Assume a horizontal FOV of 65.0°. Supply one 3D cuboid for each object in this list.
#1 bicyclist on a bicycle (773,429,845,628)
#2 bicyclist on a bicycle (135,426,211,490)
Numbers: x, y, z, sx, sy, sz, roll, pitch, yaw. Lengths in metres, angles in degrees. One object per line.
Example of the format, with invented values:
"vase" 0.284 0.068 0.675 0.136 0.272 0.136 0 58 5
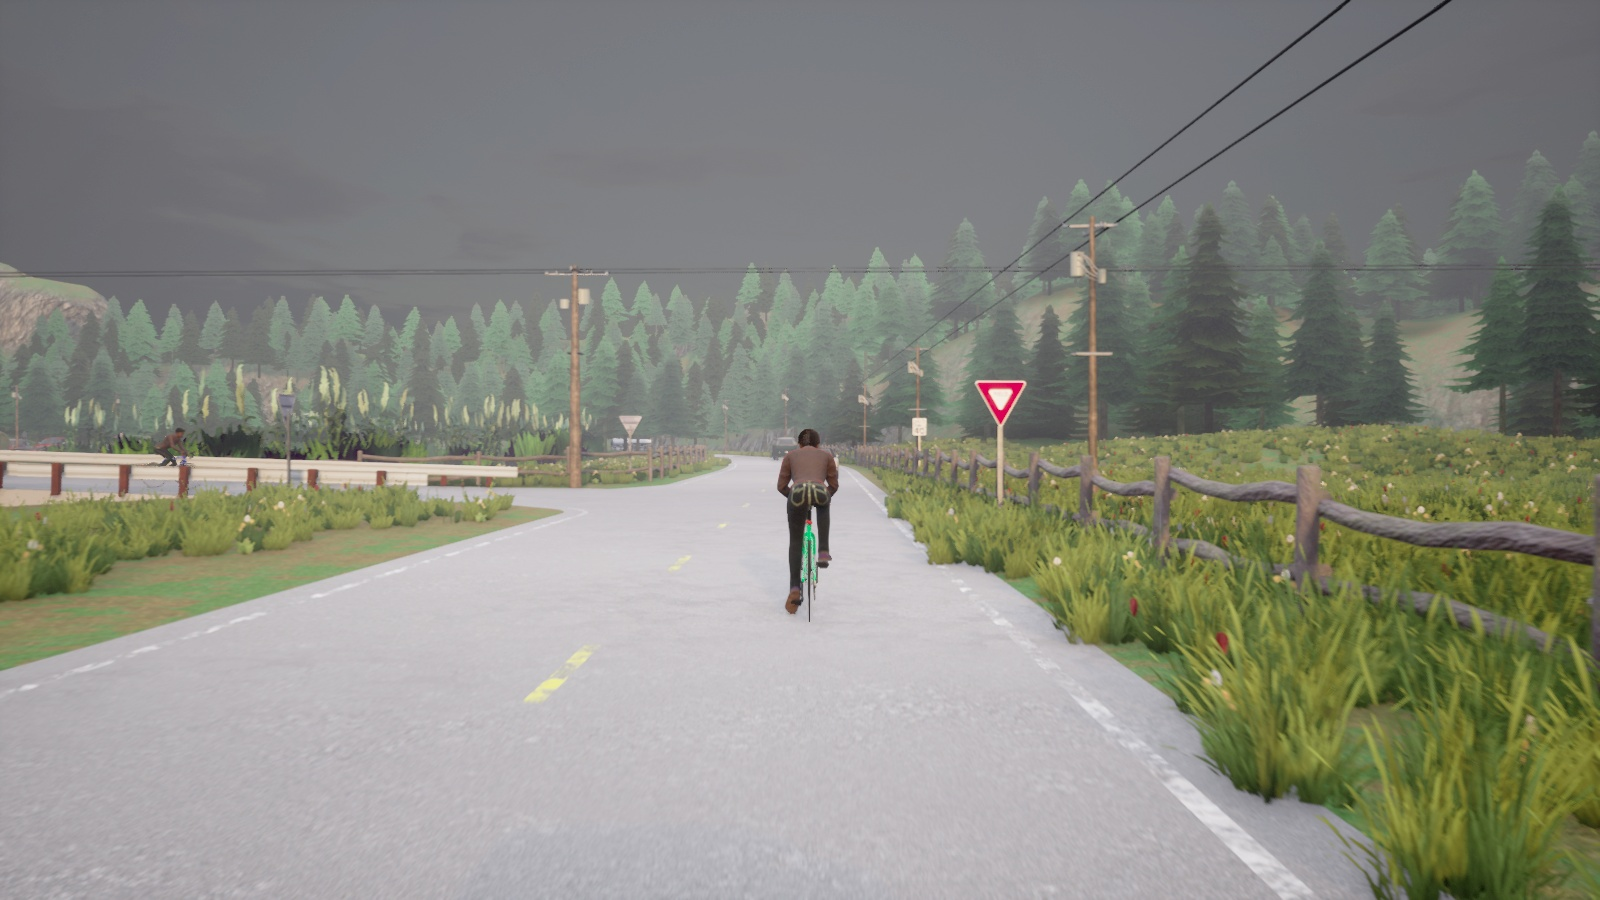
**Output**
"bicyclist on a bicycle" 0.078 0.637 11.024 0.582 1.620 1.656 0 0 0
"bicyclist on a bicycle" -16.399 0.204 32.857 1.656 1.620 0.582 2 0 2
